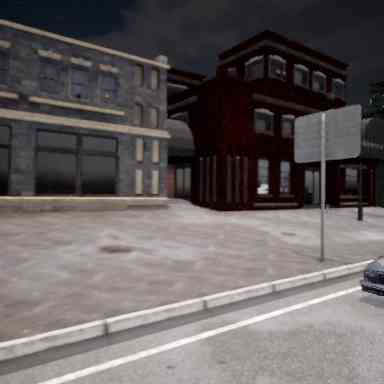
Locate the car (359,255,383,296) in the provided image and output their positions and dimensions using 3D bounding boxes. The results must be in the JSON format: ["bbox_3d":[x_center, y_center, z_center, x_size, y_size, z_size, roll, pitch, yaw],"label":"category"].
[{"bbox_3d":[6.073,1.600,7.683,5.357,1.411,2.033,1,0,-36],"label":"car"}]
